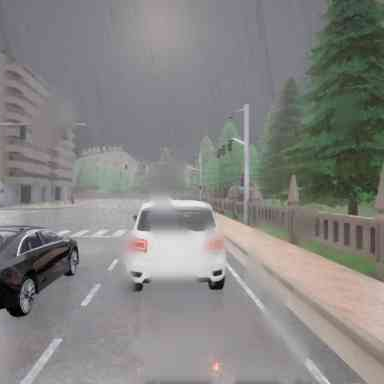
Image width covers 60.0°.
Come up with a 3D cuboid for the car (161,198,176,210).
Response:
[{"bbox_3d":[-3.136,1.526,44.406,1.812,1.442,4.674,0,0,-4],"label":"car"}]

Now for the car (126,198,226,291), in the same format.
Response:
[{"bbox_3d":[-0.473,1.221,9.169,2.150,2.045,5.566,0,0,-4],"label":"car"}]

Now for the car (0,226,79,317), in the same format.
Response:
[{"bbox_3d":[-3.966,1.492,7.390,2.128,1.511,4.902,0,0,-3],"label":"car"}]
